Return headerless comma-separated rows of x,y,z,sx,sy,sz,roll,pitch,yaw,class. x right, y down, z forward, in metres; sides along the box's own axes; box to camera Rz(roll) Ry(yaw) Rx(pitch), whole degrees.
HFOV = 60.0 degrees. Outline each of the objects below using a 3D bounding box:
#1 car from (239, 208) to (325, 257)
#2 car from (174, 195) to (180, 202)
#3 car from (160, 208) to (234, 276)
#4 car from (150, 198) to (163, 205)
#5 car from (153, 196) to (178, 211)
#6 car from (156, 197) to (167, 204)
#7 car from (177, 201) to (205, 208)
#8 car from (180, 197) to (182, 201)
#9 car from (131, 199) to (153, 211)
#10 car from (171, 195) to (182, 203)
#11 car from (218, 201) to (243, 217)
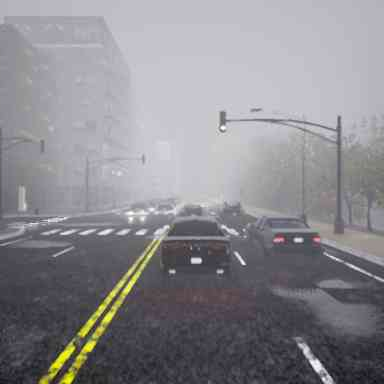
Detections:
3.356,1.570,12.981,2.033,1.411,5.357,0,0,0,car
-3.312,1.606,52.353,1.837,1.490,4.892,0,0,0,car
0.106,1.495,10.441,1.882,1.535,5.008,0,0,0,car
-6.488,1.721,60.710,1.895,1.301,4.718,0,0,0,car
-3.330,1.627,42.753,2.033,1.411,5.357,0,0,0,car
-6.478,1.697,70.561,1.994,1.385,4.181,0,0,0,car
0.101,1.625,25.436,1.994,1.385,4.181,-1,-1,0,car
-3.243,1.686,61.268,1.994,1.385,4.181,0,0,0,car
-6.580,1.679,42.500,1.895,1.301,4.718,0,0,0,car
-3.228,1.502,71.420,2.097,1.767,4.553,0,0,0,car
3.356,1.546,28.674,2.128,1.511,4.902,0,0,0,car
